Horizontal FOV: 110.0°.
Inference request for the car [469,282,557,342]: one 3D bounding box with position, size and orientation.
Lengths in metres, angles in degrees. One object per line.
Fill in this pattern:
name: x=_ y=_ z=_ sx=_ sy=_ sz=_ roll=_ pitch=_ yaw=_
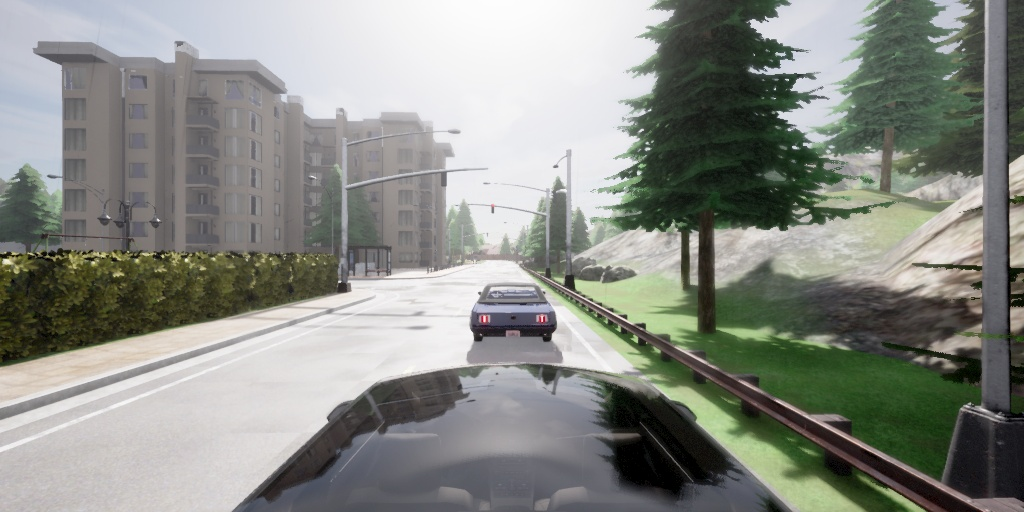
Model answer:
car: x=-0.003 y=1.351 z=9.771 sx=1.895 sy=1.301 sz=4.718 roll=0 pitch=0 yaw=-1
